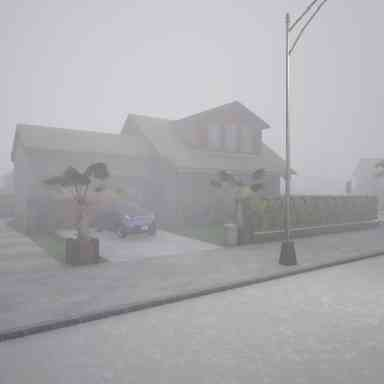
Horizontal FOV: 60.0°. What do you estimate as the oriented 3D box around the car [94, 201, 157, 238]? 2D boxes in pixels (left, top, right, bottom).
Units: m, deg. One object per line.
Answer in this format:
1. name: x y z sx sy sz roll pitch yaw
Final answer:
1. car: -3.080 1.175 15.253 1.845 1.501 3.633 0 0 -38
